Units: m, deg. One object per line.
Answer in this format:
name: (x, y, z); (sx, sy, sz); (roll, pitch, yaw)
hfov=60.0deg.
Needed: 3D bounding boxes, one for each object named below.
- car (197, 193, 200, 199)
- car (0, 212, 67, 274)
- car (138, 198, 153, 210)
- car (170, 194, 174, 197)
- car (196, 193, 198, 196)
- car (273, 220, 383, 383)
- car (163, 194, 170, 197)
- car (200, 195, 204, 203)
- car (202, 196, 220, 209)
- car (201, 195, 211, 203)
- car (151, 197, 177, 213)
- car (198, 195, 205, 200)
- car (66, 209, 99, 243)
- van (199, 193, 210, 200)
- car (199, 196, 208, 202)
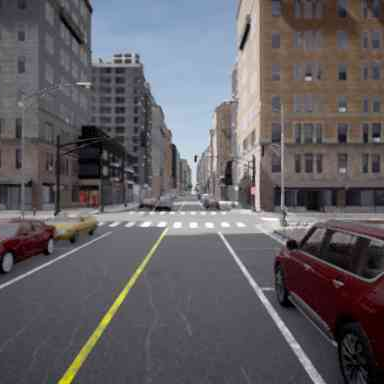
car: (2.674, 1.259, 65.879); (2.192, 1.841, 5.009); (1, 0, 0)
car: (-5.851, 1.534, 10.550); (1.887, 1.381, 4.507); (1, 0, 0)
car: (-5.853, 1.505, 43.195); (1.887, 1.381, 4.507); (1, 0, 0)
car: (-5.854, 1.377, 77.232); (1.967, 1.590, 4.097); (1, 0, 0)
car: (2.670, 1.497, 88.573); (1.947, 1.339, 4.313); (1, 0, 0)
car: (2.678, 1.311, 4.917); (2.192, 1.841, 5.009); (1, 0, 0)
car: (-5.854, 1.525, 65.886); (1.802, 1.307, 4.206); (1, 0, 0)
car: (2.672, 1.533, 54.533); (1.802, 1.307, 4.206); (1, 0, 0)
car: (2.673, 1.543, 43.186); (1.802, 1.307, 4.206); (1, 0, 0)
car: (2.672, 1.538, 48.859); (1.802, 1.307, 4.206); (1, 0, 0)
car: (-3.025, 1.579, 36.993); (1.895, 1.301, 4.718); (0, 0, 1)
car: (2.670, 1.453, 94.416); (1.752, 1.417, 4.829); (1, 0, 0)
car: (-5.851, 1.510, 16.005); (1.752, 1.417, 4.829); (1, 0, 0)
van: (2.674, 1.288, 60.206); (1.690, 1.788, 3.998); (1, 0, 0)
car: (2.670, 1.519, 77.226); (1.802, 1.307, 4.206); (1, 0, 0)
